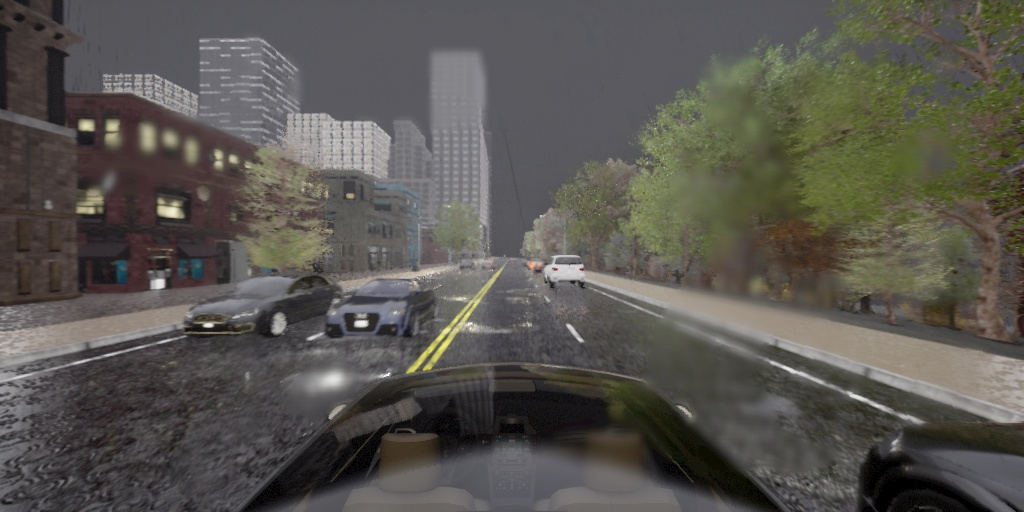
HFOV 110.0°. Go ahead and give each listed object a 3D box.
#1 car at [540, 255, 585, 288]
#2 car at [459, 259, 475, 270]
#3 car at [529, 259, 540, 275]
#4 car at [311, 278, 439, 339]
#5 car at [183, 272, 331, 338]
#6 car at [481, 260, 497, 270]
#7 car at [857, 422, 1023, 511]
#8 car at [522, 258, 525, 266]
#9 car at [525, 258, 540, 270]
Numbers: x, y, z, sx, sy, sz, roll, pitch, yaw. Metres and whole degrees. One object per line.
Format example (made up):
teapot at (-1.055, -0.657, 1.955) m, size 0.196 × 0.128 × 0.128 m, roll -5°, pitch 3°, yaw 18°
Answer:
car at (3.355, 0.965, 23.695) m, size 2.150 × 2.045 × 5.566 m, roll 0°, pitch 0°, yaw 0°
car at (-6.525, 1.242, 52.428) m, size 1.837 × 1.490 × 4.892 m, roll 0°, pitch 0°, yaw 1°
car at (3.260, 1.341, 39.457) m, size 1.895 × 1.301 × 4.718 m, roll 0°, pitch 0°, yaw 0°
car at (-3.344, 1.314, 9.951) m, size 1.994 × 1.385 × 4.181 m, roll 0°, pitch 0°, yaw 0°
car at (-6.593, 1.255, 10.218) m, size 1.837 × 1.490 × 4.892 m, roll 0°, pitch 0°, yaw 0°
car at (-3.278, 1.263, 51.994) m, size 1.812 × 1.442 × 4.674 m, roll 0°, pitch 0°, yaw 1°
car at (3.349, 1.313, 0.677) m, size 1.994 × 1.385 × 4.181 m, roll 0°, pitch 0°, yaw 0°
car at (3.267, 1.296, 61.428) m, size 1.994 × 1.385 × 4.181 m, roll 0°, pitch 0°, yaw 0°
car at (3.264, 1.089, 50.397) m, size 2.097 × 1.767 × 4.553 m, roll 0°, pitch 0°, yaw 0°
